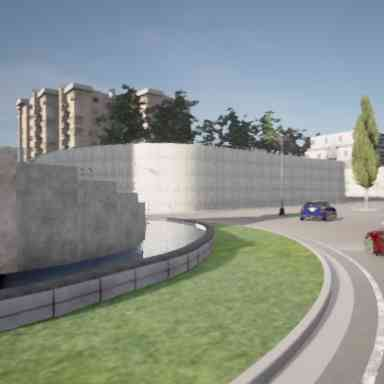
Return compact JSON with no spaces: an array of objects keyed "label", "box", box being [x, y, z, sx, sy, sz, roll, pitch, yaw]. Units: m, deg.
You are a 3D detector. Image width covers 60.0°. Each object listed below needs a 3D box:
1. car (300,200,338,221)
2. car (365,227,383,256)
[{"label":"car","box":[11.069,1.489,28.894,2.097,1.767,4.553,-1,0,36]},{"label":"car","box":[7.166,1.545,10.377,1.812,1.442,4.674,-1,-1,5]}]
